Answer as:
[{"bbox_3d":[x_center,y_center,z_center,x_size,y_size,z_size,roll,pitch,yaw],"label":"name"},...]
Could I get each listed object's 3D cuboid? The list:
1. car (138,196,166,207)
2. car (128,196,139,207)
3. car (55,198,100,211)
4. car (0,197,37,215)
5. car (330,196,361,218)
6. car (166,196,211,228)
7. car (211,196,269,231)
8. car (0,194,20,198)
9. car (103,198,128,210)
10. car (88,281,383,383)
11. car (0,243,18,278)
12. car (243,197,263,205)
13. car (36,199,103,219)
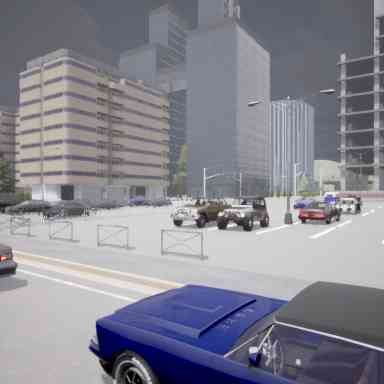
[{"bbox_3d":[-5.142,1.547,50.141,2.033,1.411,5.357,0,0,34],"label":"car"},{"bbox_3d":[-8.826,1.352,50.896,2.097,1.767,4.553,0,0,35],"label":"car"},{"bbox_3d":[-14.502,1.547,42.500,2.033,1.411,5.357,0,0,34],"label":"car"},{"bbox_3d":[-16.264,1.526,33.553,1.812,1.442,4.674,0,0,34],"label":"car"},{"bbox_3d":[15.086,1.395,32.197,1.970,1.475,3.806,0,0,34],"label":"car"},{"bbox_3d":[0.694,1.153,20.908,1.932,1.855,4.605,0,0,34],"label":"car"},{"bbox_3d":[3.062,1.156,19.242,1.905,1.878,3.866,0,0,34],"label":"car"},{"bbox_3d":[-20.212,1.222,33.991,2.150,2.045,5.566,0,0,34],"label":"car"},{"bbox_3d":[-10.934,1.547,41.525,2.033,1.411,5.357,0,0,34],"label":"car"},{"bbox_3d":[1.172,1.601,3.153,4.718,1.301,1.895,0,0,35],"label":"car"},{"bbox_3d":[-6.673,1.547,8.669,5.357,1.411,2.033,0,0,35],"label":"car"},{"bbox_3d":[11.402,1.601,61.912,1.895,1.301,4.718,0,0,35],"label":"car"},{"bbox_3d":[-10.590,1.505,29.109,1.837,1.490,4.892,0,0,34],"label":"car"}]
